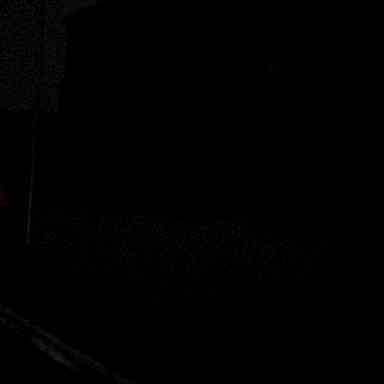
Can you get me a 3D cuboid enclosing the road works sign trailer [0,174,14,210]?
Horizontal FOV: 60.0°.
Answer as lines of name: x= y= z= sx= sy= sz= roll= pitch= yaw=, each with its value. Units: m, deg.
road works sign trailer: x=-12.462 y=-0.248 z=19.267 sx=2.880 sy=2.380 sz=3.560 roll=-18 pitch=-11 yaw=-23
